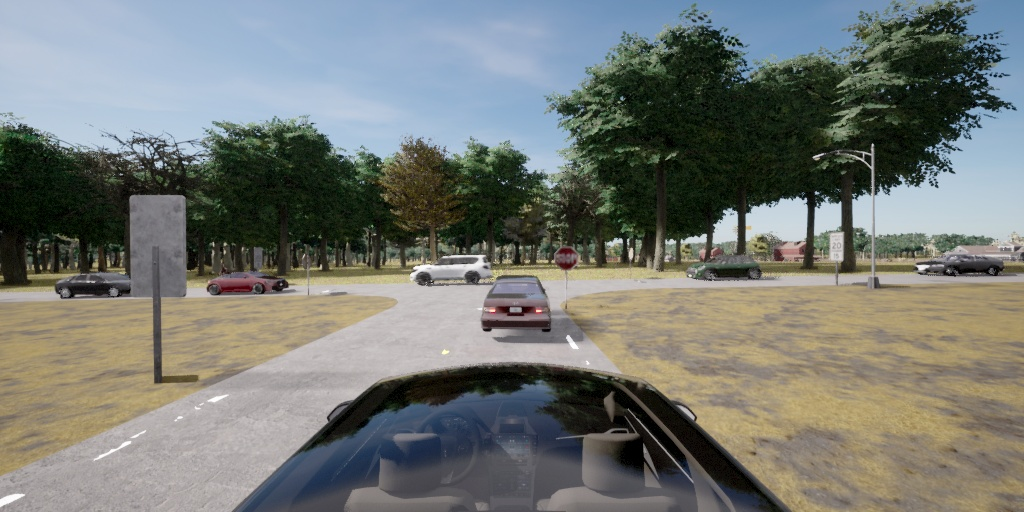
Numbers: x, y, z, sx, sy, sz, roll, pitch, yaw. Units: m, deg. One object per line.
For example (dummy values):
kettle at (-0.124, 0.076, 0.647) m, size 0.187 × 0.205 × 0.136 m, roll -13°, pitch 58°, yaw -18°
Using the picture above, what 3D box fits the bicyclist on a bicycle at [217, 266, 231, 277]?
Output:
bicyclist on a bicycle at (-22.625, 1.603, 28.221) m, size 0.582 × 1.620 × 1.656 m, roll -1°, pitch 0°, yaw 0°

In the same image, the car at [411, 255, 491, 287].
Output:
car at (-4.205, 0.986, 25.176) m, size 5.566 × 2.045 × 2.150 m, roll -1°, pitch 0°, yaw 0°

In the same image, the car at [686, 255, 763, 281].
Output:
car at (14.751, 0.770, 25.129) m, size 4.553 × 1.767 × 2.097 m, roll -1°, pitch 1°, yaw 0°

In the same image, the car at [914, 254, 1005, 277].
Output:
car at (31.171, 0.630, 25.101) m, size 4.902 × 1.511 × 2.128 m, roll -1°, pitch 1°, yaw 0°

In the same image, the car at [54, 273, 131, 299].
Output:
car at (-25.218, 1.775, 22.254) m, size 4.892 × 1.490 × 1.837 m, roll -1°, pitch 1°, yaw 0°

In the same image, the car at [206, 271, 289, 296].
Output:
car at (-16.313, 1.631, 22.230) m, size 4.181 × 1.385 × 1.994 m, roll -1°, pitch 1°, yaw 0°

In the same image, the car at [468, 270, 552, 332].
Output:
car at (0.172, 1.295, 10.829) m, size 2.033 × 1.411 × 5.357 m, roll 0°, pitch 0°, yaw 2°
